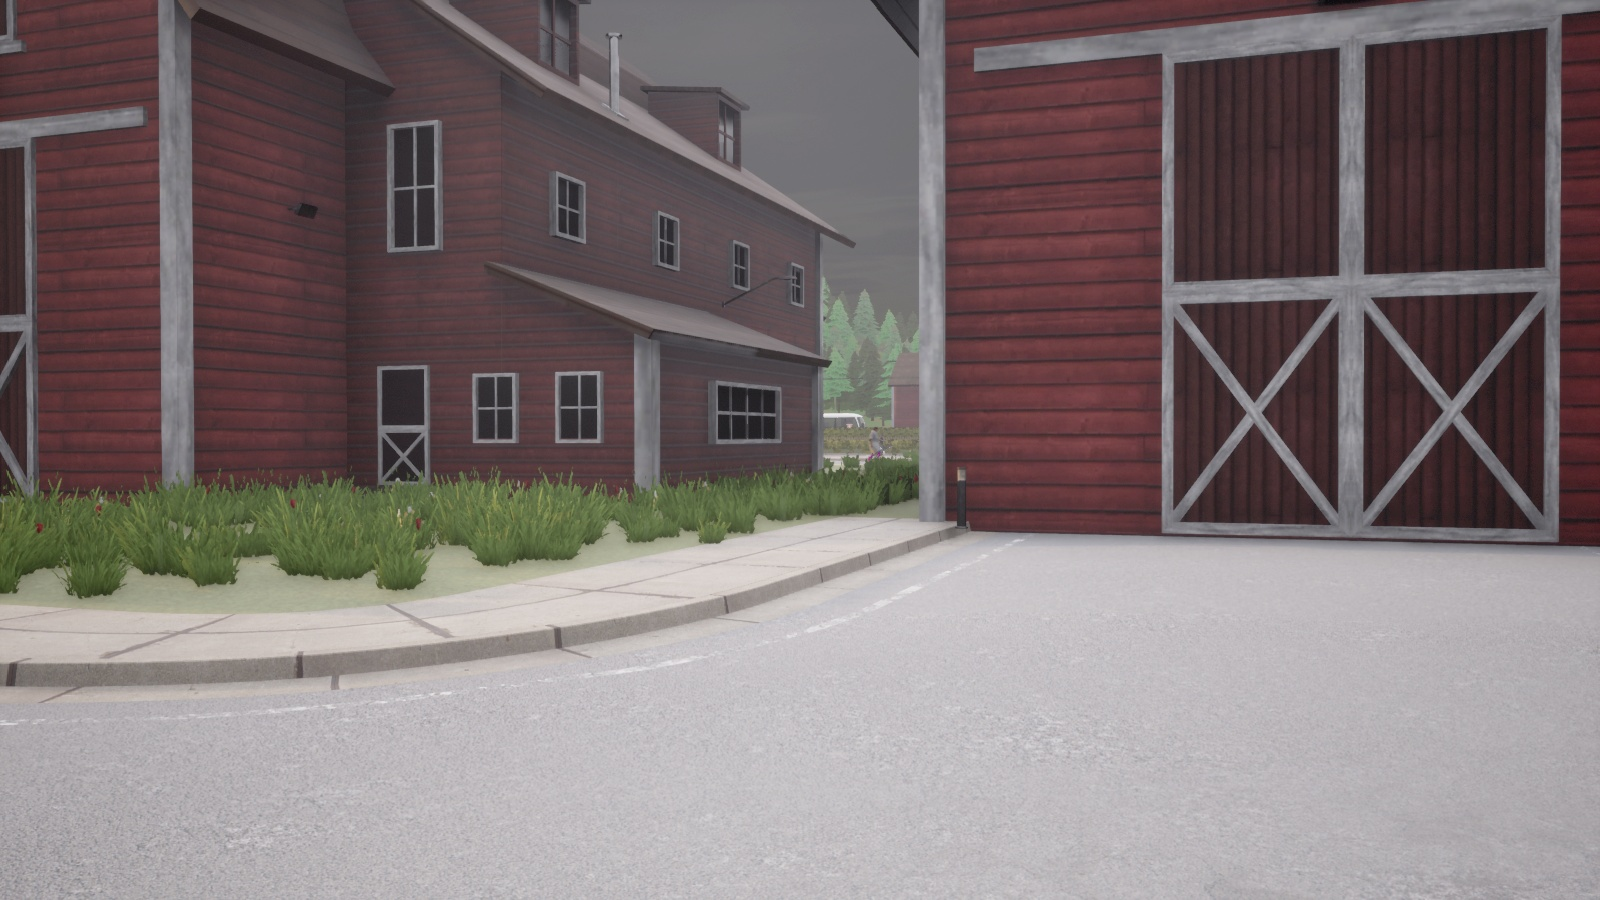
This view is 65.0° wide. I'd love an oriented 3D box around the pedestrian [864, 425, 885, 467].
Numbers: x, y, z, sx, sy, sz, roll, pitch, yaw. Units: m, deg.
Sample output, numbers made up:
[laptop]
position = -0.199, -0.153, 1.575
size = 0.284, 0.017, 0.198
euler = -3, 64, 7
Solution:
[pedestrian]
position = 3.547, -0.181, 59.476
size = 0.873, 1.952, 0.659
euler = 1, 1, 15
